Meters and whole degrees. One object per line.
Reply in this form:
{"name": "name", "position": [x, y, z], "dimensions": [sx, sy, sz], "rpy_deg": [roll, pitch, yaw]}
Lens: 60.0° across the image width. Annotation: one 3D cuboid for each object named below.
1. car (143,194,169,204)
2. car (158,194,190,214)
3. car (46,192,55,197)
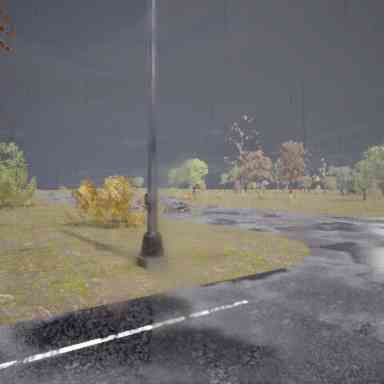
{"name": "car", "position": [-5.324, 1.032, 49.142], "dimensions": [1.994, 1.385, 4.181], "rpy_deg": [-1, 1, -35]}
{"name": "car", "position": [-2.381, 1.276, 32.801], "dimensions": [2.033, 1.411, 5.357], "rpy_deg": [-1, 1, -35]}
{"name": "car", "position": [-36.878, 0.494, 86.396], "dimensions": [1.994, 1.385, 4.181], "rpy_deg": [-1, 1, -28]}
